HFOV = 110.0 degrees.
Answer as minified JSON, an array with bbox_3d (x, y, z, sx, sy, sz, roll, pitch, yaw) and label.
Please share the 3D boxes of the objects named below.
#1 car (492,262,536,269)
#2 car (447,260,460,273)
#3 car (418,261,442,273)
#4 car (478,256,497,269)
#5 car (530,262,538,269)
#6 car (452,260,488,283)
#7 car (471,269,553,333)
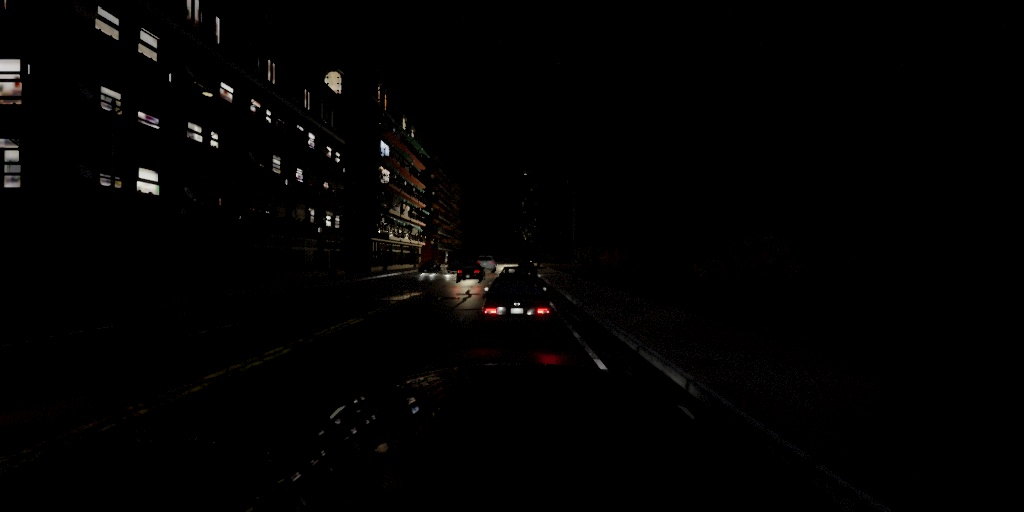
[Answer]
[{"bbox_3d":[0.111,1.301,21.050,2.033,1.411,5.357,0,0,0],"label":"car"},{"bbox_3d":[-6.577,1.231,43.132,1.882,1.535,5.008,0,0,0],"label":"car"},{"bbox_3d":[-9.828,1.301,43.315,2.033,1.411,5.357,0,0,0],"label":"car"},{"bbox_3d":[-3.124,0.975,44.304,2.150,2.045,5.566,0,0,0],"label":"car"},{"bbox_3d":[1.155,1.259,30.817,1.837,1.490,4.892,0,0,0],"label":"car"},{"bbox_3d":[-3.135,1.279,27.741,1.812,1.442,4.674,0,0,0],"label":"car"},{"bbox_3d":[0.108,1.299,10.688,2.033,1.411,5.357,0,0,0],"label":"car"}]
